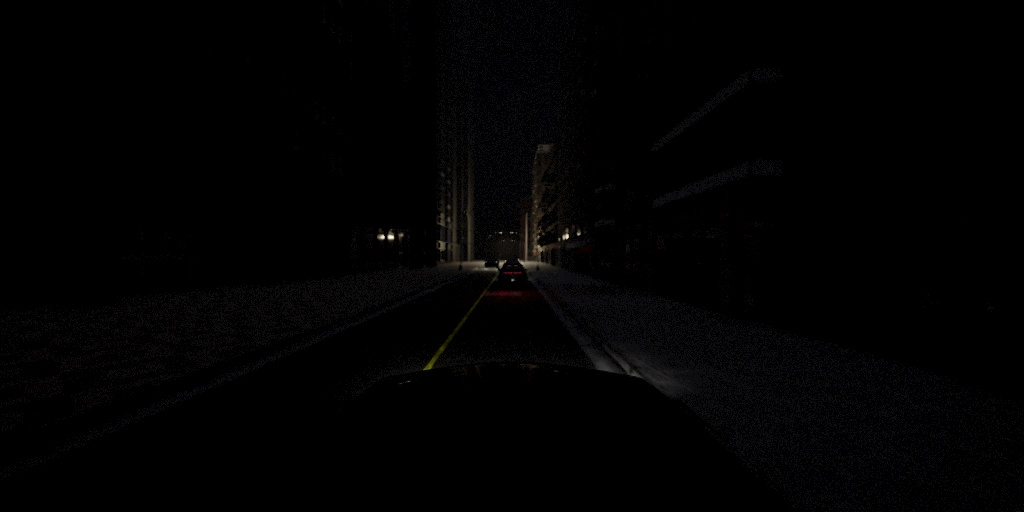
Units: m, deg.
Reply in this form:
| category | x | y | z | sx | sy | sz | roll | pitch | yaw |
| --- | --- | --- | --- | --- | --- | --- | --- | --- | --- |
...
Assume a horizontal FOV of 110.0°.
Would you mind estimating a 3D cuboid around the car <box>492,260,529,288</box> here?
| category | x | y | z | sx | sy | sz | roll | pitch | yaw |
| --- | --- | --- | --- | --- | --- | --- | --- | --- | --- |
| car | 0.056 | 1.216 | 23.692 | 2.128 | 1.511 | 4.902 | 0 | 0 | 0 |

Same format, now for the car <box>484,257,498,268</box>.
| category | x | y | z | sx | sy | sz | roll | pitch | yaw |
| --- | --- | --- | --- | --- | --- | --- | --- | --- | --- |
| car | -3.070 | 0.974 | 55.228 | 2.097 | 1.767 | 4.553 | 0 | 0 | 0 |
